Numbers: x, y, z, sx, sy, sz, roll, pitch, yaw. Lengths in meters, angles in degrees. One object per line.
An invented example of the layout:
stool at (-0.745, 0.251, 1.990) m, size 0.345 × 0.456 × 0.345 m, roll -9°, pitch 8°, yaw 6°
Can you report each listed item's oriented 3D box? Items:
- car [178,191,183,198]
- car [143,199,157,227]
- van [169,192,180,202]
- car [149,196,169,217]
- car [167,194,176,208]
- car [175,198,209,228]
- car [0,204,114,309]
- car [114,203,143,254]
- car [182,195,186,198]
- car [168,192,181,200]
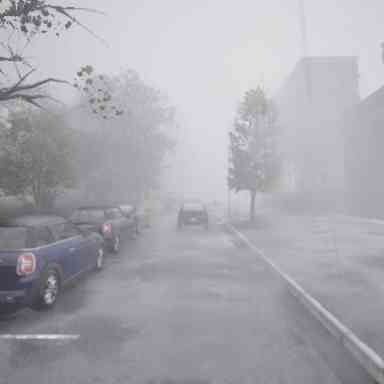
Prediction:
car at (-3.629, 0.935, 63.773) m, size 2.435 × 2.045 × 5.566 m, roll 0°, pitch 0°, yaw 2°
car at (-3.646, 1.421, 19.172) m, size 2.231 × 1.521 × 4.892 m, roll 0°, pitch 0°, yaw 2°
van at (-3.624, 0.929, 69.432) m, size 1.878 × 1.987 × 4.442 m, roll 0°, pitch 0°, yaw 2°
car at (-3.634, 1.366, 30.506) m, size 1.946 × 1.575 × 5.366 m, roll 0°, pitch 0°, yaw 2°
car at (-3.636, 1.343, 41.493) m, size 2.163 × 1.488 × 4.792 m, roll 0°, pitch 0°, yaw 2°
car at (0.079, 1.407, 21.606) m, size 1.882 × 1.535 × 5.008 m, roll 0°, pitch 1°, yaw 0°
car at (-3.651, 1.339, 8.005) m, size 2.185 × 1.767 × 4.553 m, roll 0°, pitch 0°, yaw 2°
car at (-3.649, 1.318, 13.576) m, size 2.185 × 1.767 × 4.553 m, roll 0°, pitch 0°, yaw 2°
car at (0.111, 1.387, 40.213) m, size 2.033 × 1.411 × 5.357 m, roll 0°, pitch 0°, yaw 0°
car at (-3.632, 1.219, 58.170) m, size 2.097 × 1.535 × 5.008 m, roll 0°, pitch 0°, yaw 2°
